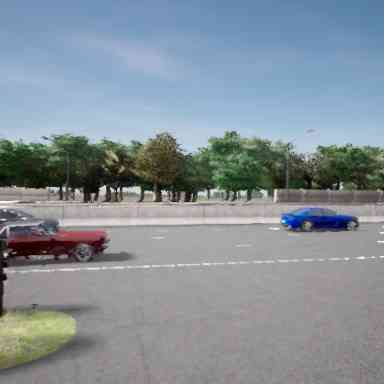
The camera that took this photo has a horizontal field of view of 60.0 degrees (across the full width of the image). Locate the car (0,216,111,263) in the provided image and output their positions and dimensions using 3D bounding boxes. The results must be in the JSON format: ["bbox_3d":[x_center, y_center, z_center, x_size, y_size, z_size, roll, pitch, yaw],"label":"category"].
[{"bbox_3d":[-5.138,1.620,11.102,4.718,1.301,1.895,0,-1,-12],"label":"car"}]

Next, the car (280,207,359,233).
[{"bbox_3d":[8.063,1.688,21.055,5.008,1.535,1.882,0,-1,-12],"label":"car"}]

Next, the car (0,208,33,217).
[{"bbox_3d":[-9.533,1.603,17.328,4.892,1.490,1.837,0,-1,-12],"label":"car"}]
